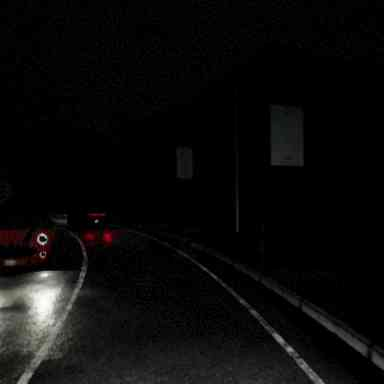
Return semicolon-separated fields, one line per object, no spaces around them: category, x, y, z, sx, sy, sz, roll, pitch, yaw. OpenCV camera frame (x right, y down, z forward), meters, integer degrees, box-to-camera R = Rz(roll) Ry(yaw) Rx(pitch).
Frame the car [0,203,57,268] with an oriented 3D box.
car;-5.866;1.417;11.486;2.097;1.767;4.553;0;0;-20

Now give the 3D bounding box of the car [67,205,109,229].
car;-7.183;1.625;22.661;2.128;1.511;4.902;1;-1;-32
